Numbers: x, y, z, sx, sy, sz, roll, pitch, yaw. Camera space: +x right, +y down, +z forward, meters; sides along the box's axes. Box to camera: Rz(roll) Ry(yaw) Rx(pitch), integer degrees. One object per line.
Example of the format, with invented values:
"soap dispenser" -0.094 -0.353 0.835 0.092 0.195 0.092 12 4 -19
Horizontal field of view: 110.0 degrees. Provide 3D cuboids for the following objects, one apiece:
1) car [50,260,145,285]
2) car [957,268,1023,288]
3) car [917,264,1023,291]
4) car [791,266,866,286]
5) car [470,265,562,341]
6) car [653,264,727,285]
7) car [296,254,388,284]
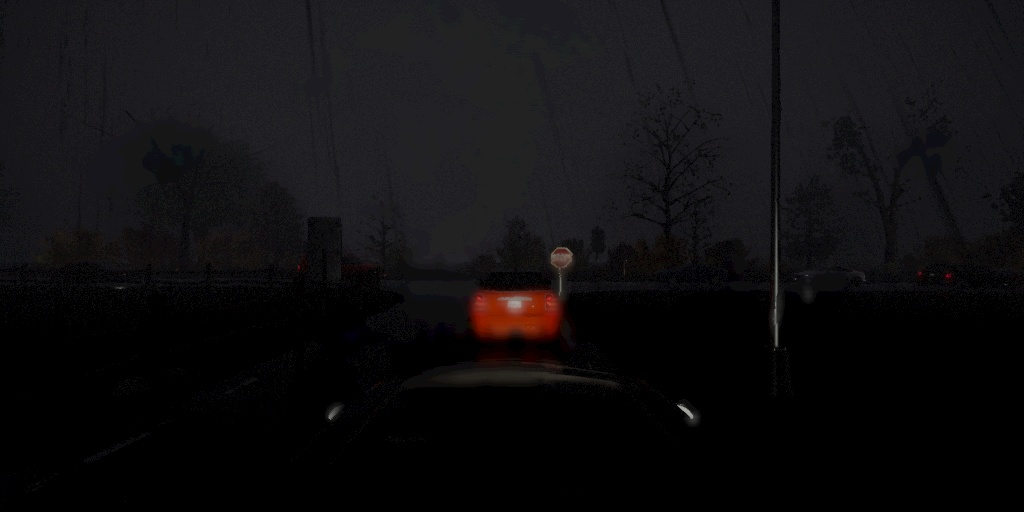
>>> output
"car" -27.268 1.042 23.724 5.008 1.535 1.882 0 0 0
"car" 36.471 1.605 26.518 4.718 1.301 1.895 0 0 0
"car" 29.853 1.333 23.593 4.553 1.767 2.097 0 0 0
"car" 23.402 1.439 26.560 4.674 1.442 1.812 0 0 0
"car" 0.076 1.101 10.004 2.097 1.767 4.553 0 0 -1
"car" 13.120 1.318 26.580 5.008 1.535 1.882 0 0 0
"car" -11.160 0.908 23.682 5.566 2.045 2.150 0 0 0
